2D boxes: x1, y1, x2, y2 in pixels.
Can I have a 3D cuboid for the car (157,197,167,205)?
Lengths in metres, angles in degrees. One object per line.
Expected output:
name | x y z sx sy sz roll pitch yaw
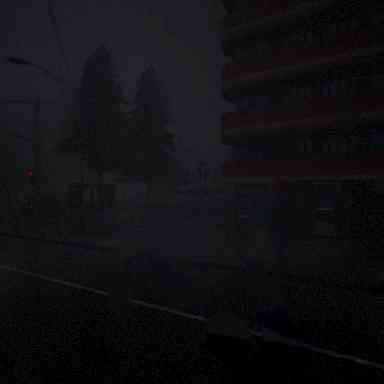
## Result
car | -5.229 1.470 53.657 4.674 1.442 1.812 0 0 -45

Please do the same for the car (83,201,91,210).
car | -13.498 1.545 37.468 1.895 1.301 4.718 0 0 36

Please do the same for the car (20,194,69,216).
car | -13.432 1.296 31.190 2.097 1.767 4.553 0 0 35

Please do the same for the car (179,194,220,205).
car | 1.244 1.166 50.198 5.566 2.045 2.150 0 0 -44

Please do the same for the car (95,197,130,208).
car | -11.068 1.470 46.660 1.812 1.442 4.674 0 0 37

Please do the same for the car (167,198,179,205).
car | -0.864 1.492 53.169 5.357 1.411 2.033 0 0 -42

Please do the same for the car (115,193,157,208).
car | -7.761 1.166 45.357 2.150 2.045 5.566 0 0 37

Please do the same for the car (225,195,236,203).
car | 7.121 1.296 50.409 4.553 1.767 2.097 0 0 -37
